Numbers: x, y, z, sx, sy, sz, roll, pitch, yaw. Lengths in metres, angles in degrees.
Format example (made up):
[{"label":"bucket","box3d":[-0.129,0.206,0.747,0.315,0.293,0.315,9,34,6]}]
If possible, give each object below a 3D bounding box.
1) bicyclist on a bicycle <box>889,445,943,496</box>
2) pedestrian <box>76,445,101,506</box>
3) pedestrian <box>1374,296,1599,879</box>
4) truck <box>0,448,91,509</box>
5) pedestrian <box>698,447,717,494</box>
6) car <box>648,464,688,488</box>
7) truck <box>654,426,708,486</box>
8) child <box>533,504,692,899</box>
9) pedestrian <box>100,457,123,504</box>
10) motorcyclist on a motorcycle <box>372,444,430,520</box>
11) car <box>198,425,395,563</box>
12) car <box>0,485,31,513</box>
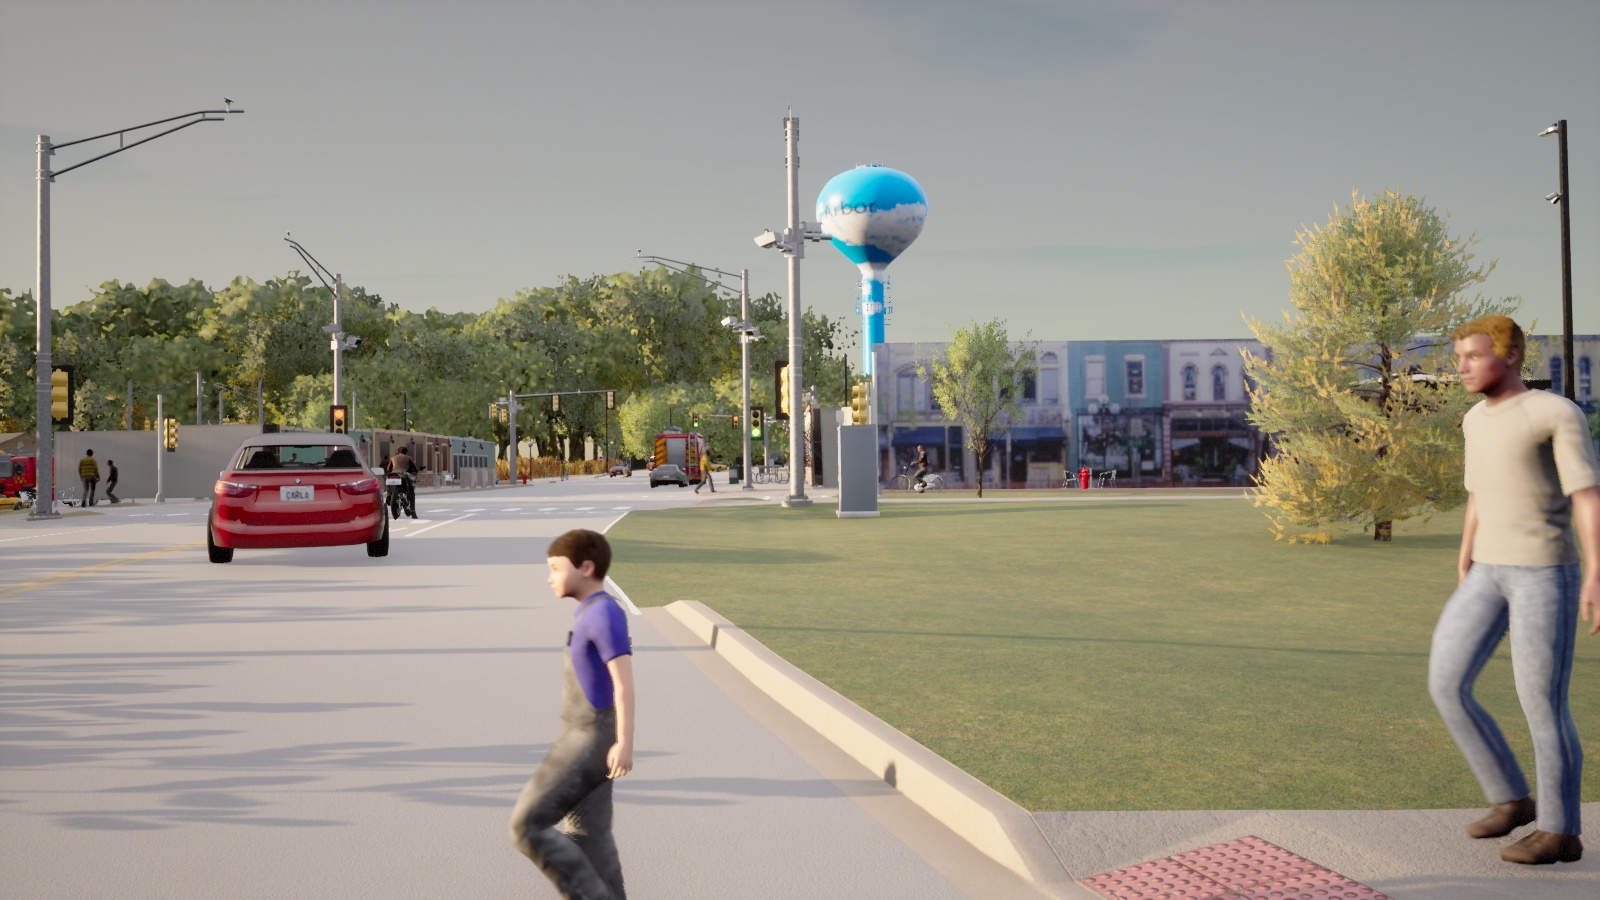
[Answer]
[{"label":"bicyclist on a bicycle","box3d":[4.036,0.725,43.896,1.843,1.776,0.659,0,-1,4]},{"label":"pedestrian","box3d":[-21.657,0.783,38.236,0.431,1.840,0.709,0,-1,-10]},{"label":"pedestrian","box3d":[2.365,0.430,4.181,0.706,1.836,0.354,-1,-1,-7]},{"label":"truck","box3d":[-51.210,1.813,83.512,2.891,3.827,8.468,-1,1,3]},{"label":"pedestrian","box3d":[-3.636,0.793,49.385,0.726,1.835,0.370,-1,-1,-7]},{"label":"car","box3d":[-7.705,1.517,73.874,1.994,1.385,4.181,-1,-1,-1]},{"label":"truck","box3d":[-7.941,0.414,84.515,2.891,3.827,8.468,-1,-1,-1]},{"label":"child","box3d":[-0.560,0.798,3.709,0.437,1.263,0.270,0,-1,-12]},{"label":"pedestrian","box3d":[-26.897,1.193,49.066,0.703,1.840,0.431,0,-1,-11]},{"label":"motorcyclist on a motorcycle","box3d":[-8.371,0.666,26.415,0.797,1.523,2.044,-1,-1,-8]},{"label":"car","box3d":[-6.992,0.514,17.680,2.242,1.667,4.611,-1,0,-20]},{"label":"car","box3d":[-48.280,2.970,74.337,1.801,1.575,5.366,0,1,5]}]
